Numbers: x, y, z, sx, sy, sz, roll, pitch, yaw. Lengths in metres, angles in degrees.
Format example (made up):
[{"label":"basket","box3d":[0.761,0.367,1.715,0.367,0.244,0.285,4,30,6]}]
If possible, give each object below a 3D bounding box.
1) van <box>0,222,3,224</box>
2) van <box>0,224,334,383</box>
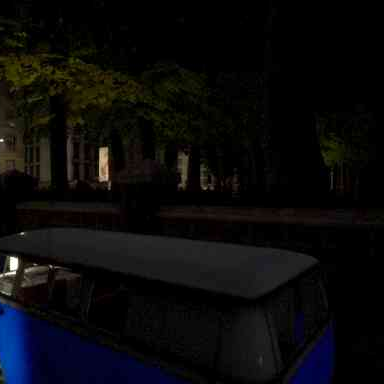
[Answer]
[{"label":"van","box3d":[-5.278,1.340,6.657,3.998,1.788,1.690,0,0,36]},{"label":"van","box3d":[-0.687,1.341,3.351,3.998,1.788,1.690,0,0,36]}]
